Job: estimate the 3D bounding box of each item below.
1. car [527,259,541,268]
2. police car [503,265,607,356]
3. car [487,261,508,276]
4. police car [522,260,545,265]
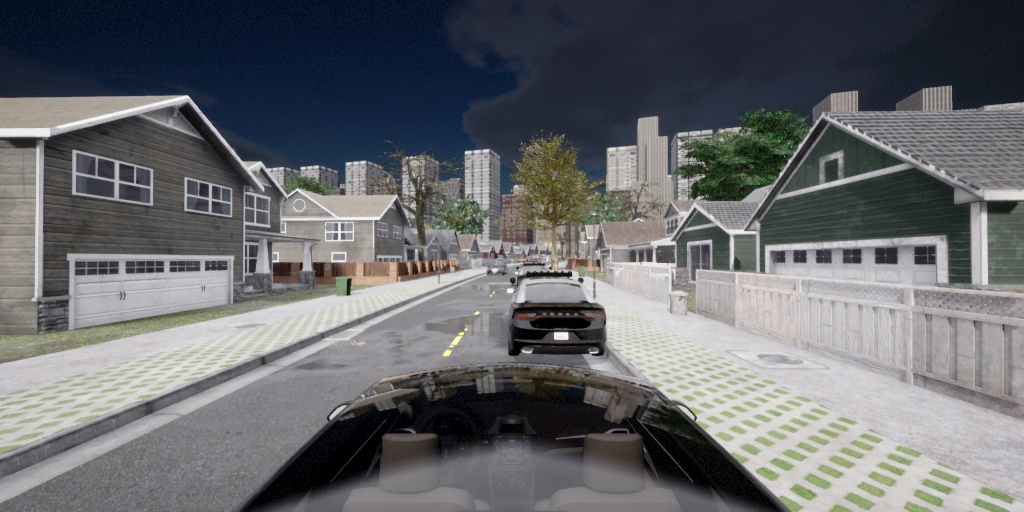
[{"bbox_3d":[3.850,1.294,62.527,2.128,1.511,4.902,0,0,8],"label":"car"},{"bbox_3d":[0.891,1.177,8.762,1.930,1.638,5.238,0,0,1],"label":"police car"},{"bbox_3d":[-1.455,1.266,37.072,2.128,1.511,4.902,0,0,4],"label":"car"},{"bbox_3d":[1.166,1.182,18.714,1.930,1.638,5.238,0,0,2],"label":"police car"}]
